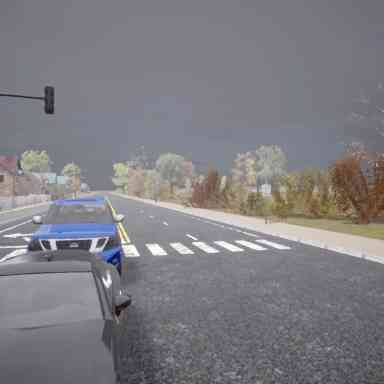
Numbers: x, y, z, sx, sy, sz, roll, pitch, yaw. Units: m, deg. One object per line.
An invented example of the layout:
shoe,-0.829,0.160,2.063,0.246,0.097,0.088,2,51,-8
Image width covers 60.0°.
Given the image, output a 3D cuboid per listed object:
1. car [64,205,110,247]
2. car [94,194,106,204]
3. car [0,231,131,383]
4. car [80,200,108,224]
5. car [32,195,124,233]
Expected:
car,-4.960,1.498,16.147,1.837,1.490,4.892,0,0,-15
car,-17.943,1.286,64.997,2.097,1.767,4.553,0,0,-15
car,-1.743,1.524,3.965,1.812,1.442,4.674,0,0,-12
car,-7.551,1.464,25.894,1.882,1.535,5.008,0,0,-15
car,-3.342,1.218,10.064,2.150,2.045,5.566,0,0,-15
